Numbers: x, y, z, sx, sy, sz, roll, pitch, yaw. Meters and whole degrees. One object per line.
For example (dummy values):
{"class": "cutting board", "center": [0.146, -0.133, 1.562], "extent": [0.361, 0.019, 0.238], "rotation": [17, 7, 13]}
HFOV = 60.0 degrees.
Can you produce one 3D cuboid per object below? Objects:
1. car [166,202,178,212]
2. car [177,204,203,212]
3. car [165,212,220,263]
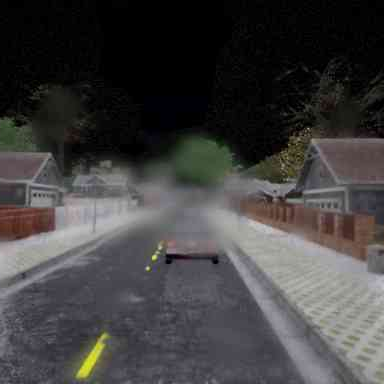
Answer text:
{"class": "car", "center": [-2.782, 2.322, 51.188], "extent": [1.812, 1.442, 4.674], "rotation": [0, -1, 1]}
{"class": "car", "center": [0.014, 1.951, 28.475], "extent": [1.994, 1.385, 4.181], "rotation": [0, -1, 0]}
{"class": "car", "center": [0.007, 1.699, 12.580], "extent": [2.033, 1.411, 5.357], "rotation": [0, -1, 0]}
